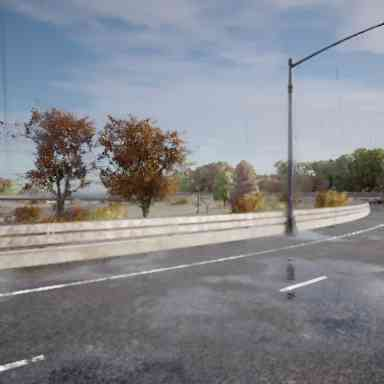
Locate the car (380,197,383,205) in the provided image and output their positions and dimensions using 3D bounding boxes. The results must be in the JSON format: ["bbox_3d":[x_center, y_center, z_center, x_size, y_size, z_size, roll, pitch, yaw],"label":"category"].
[{"bbox_3d":[41.823,1.900,71.877,2.097,1.767,4.553,0,0,8],"label":"car"}]

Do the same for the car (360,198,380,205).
[{"bbox_3d":[38.382,2.056,72.527,2.128,1.511,4.902,0,0,8],"label":"car"}]
